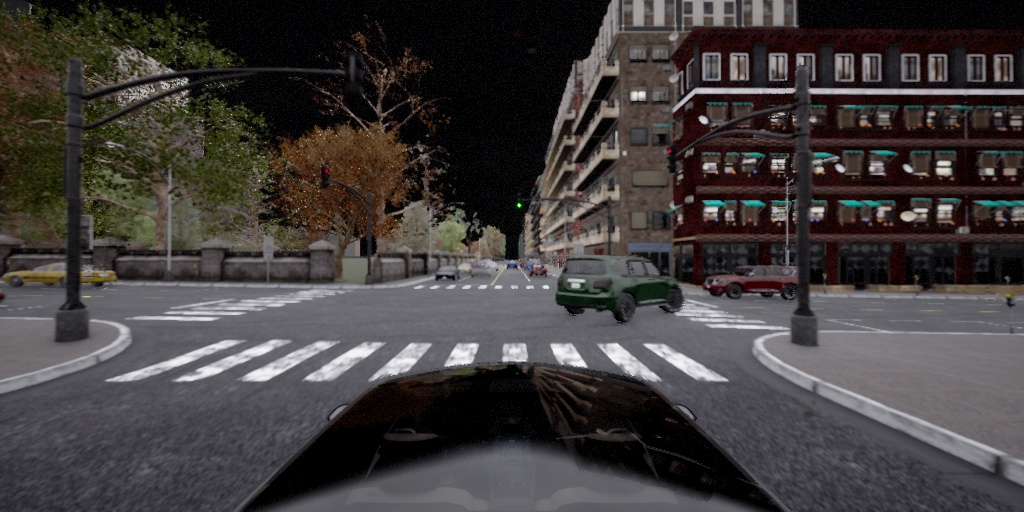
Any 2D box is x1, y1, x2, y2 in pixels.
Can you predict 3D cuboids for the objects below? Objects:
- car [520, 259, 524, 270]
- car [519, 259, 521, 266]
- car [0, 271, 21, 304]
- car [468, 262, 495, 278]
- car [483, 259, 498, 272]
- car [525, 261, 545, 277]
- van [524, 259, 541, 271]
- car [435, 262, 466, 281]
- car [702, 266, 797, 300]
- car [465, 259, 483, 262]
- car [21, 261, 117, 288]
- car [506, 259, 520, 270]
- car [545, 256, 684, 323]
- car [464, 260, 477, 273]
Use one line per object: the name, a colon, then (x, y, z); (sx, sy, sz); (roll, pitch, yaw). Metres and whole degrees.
car: (2.702, 1.474, 54.876); (1.967, 1.591, 4.097); (0, 0, 0)
car: (2.703, 1.619, 60.506); (2.007, 1.370, 4.403); (0, 0, 0)
car: (-18.960, 1.052, 11.331); (4.207, 1.307, 1.802); (0, 0, -1)
car: (-3.090, 1.532, 37.061); (1.895, 1.301, 4.718); (0, 0, 0)
car: (-3.060, 1.551, 53.546); (1.812, 1.442, 4.674); (0, -1, 0)
car: (2.698, 1.481, 37.985); (1.888, 1.381, 4.507); (0, 0, 0)
van: (2.700, 1.308, 43.616); (1.690, 1.789, 3.998); (0, 0, 0)
car: (-5.683, 1.471, 32.357); (1.948, 1.339, 4.313); (0, 0, 0)
car: (13.453, 1.436, 20.011); (5.009, 1.841, 2.192); (0, 0, -1)
car: (-5.680, 1.315, 49.247); (2.192, 1.841, 5.009); (0, 0, 0)
car: (-24.739, 0.967, 19.658); (4.829, 1.417, 1.751); (0, 0, -1)
car: (0.012, 1.547, 60.659); (1.882, 1.535, 5.008); (0, 0, 0)
car: (3.936, 1.044, 12.705); (5.566, 2.045, 2.150); (1, -2, -42)
car: (-5.681, 1.493, 43.448); (1.751, 1.417, 4.829); (0, 0, 0)
